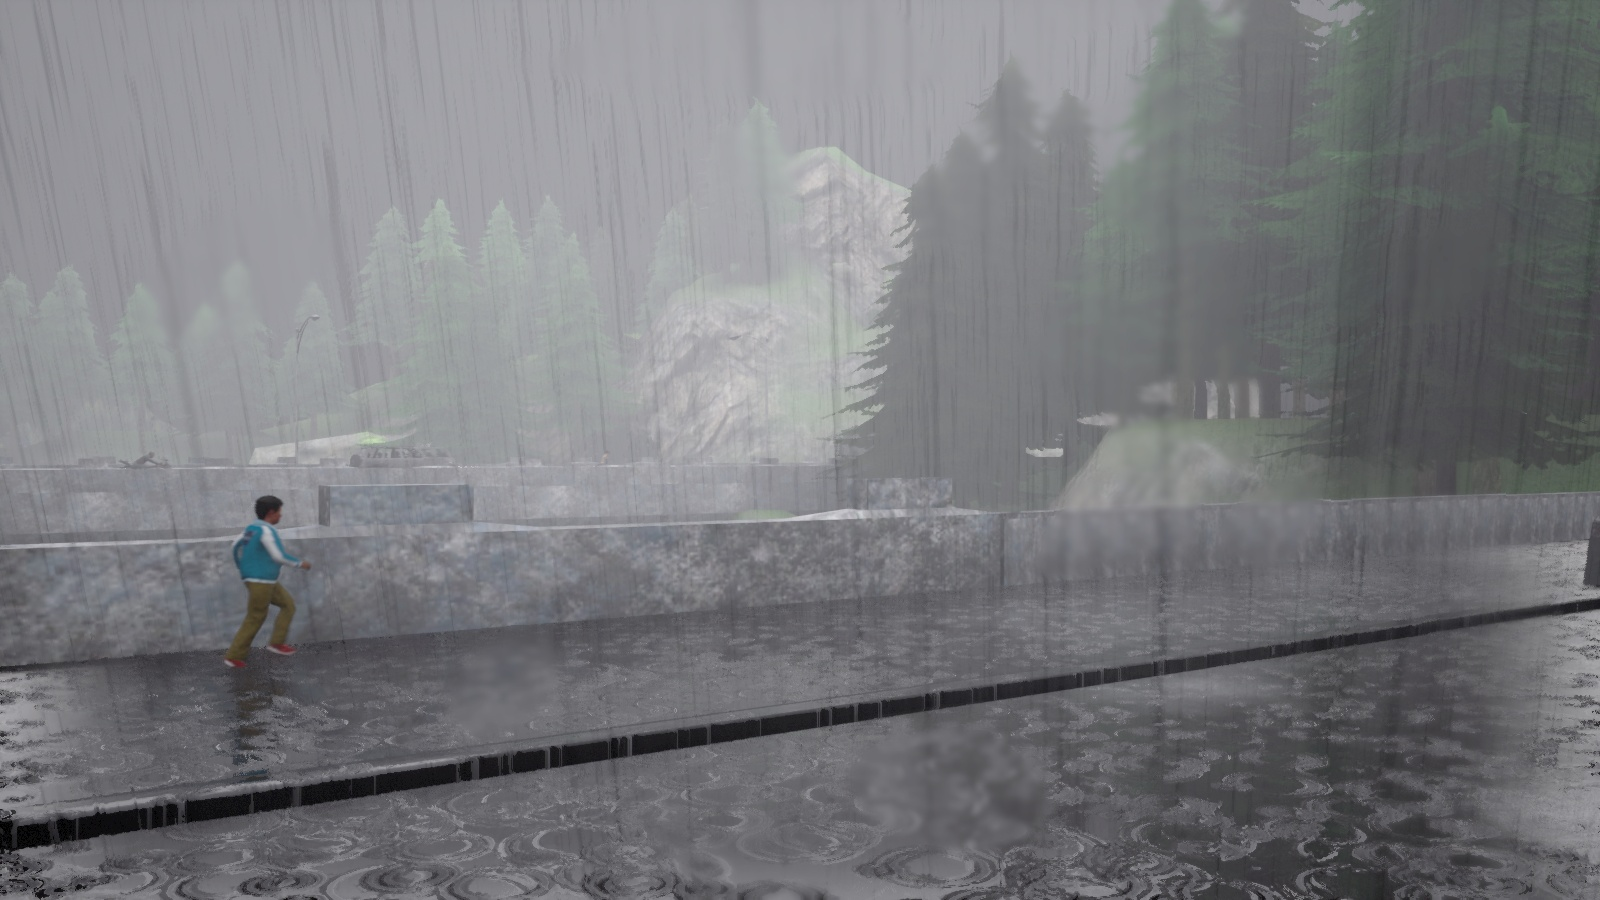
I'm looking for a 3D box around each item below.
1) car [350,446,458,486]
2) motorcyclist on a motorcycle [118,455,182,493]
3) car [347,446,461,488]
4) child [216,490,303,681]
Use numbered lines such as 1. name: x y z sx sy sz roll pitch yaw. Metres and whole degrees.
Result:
1. car: -19.216 0.751 60.987 4.605 1.855 1.932 0 0 -35
2. motorcyclist on a motorcycle: -26.437 0.961 51.073 2.191 1.530 0.866 0 0 -35
3. car: -17.949 0.739 56.993 4.605 1.855 1.932 0 0 -35
4. child: -3.527 0.862 8.193 0.448 1.192 0.343 0 0 -38
